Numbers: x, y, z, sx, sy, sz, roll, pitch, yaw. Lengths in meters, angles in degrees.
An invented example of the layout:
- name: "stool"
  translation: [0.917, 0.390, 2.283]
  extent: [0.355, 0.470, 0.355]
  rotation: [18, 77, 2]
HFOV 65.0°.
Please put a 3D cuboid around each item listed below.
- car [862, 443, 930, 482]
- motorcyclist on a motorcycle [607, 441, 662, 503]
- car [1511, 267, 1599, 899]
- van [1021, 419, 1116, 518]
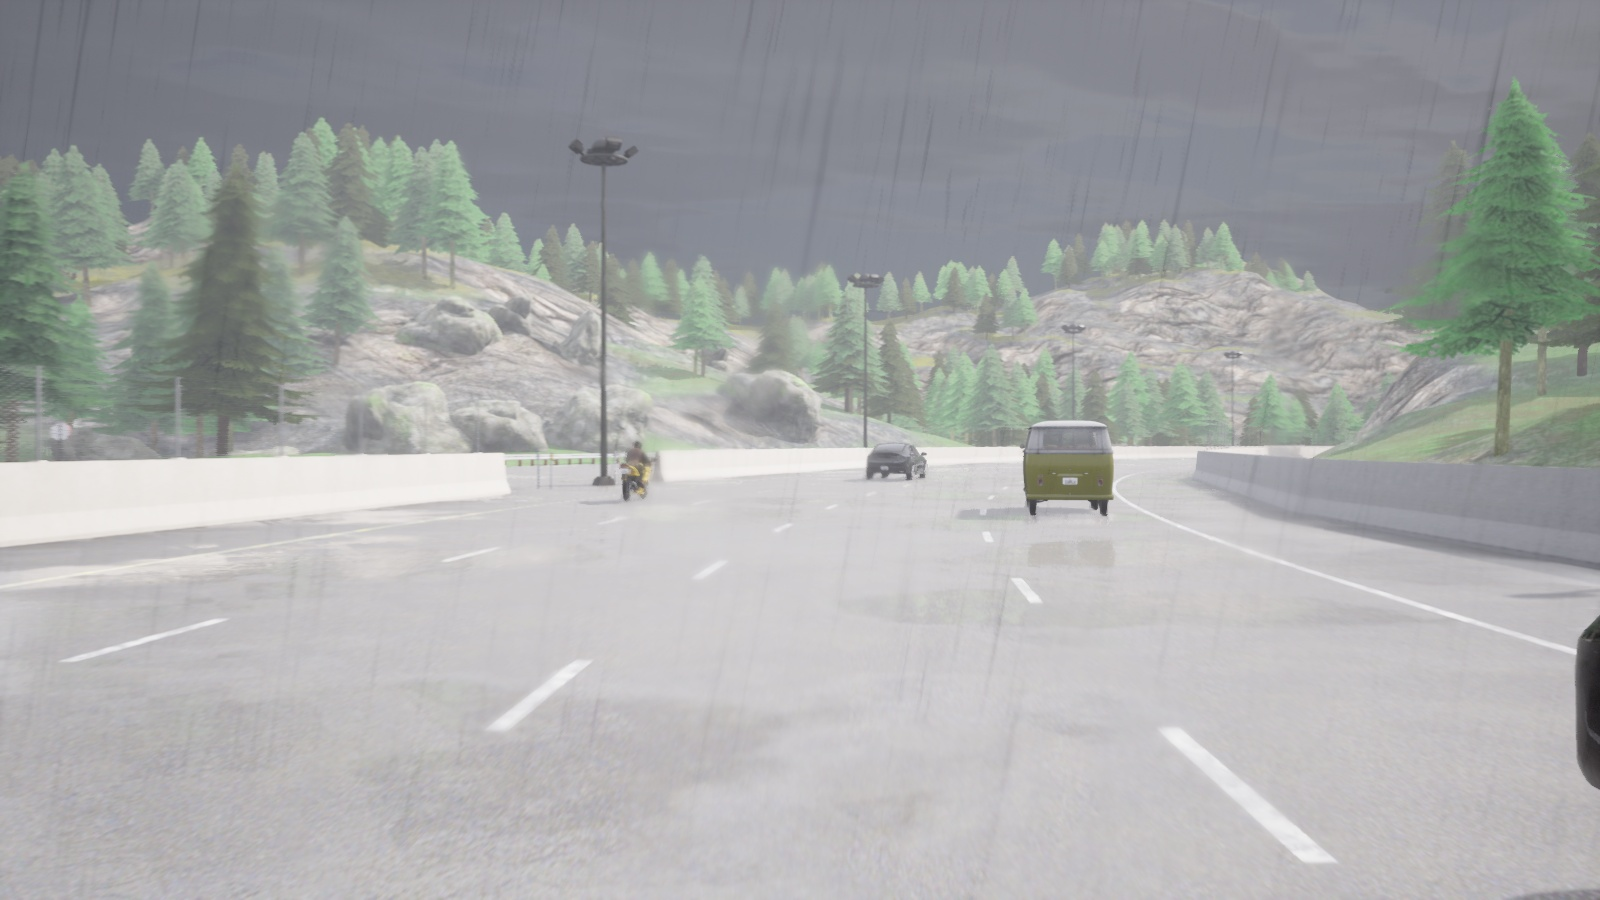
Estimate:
- name: "car"
  translation: [4.001, 0.475, 51.605]
  extent: [1.837, 1.490, 4.892]
  rotation: [0, 0, 16]
- name: "motorcyclist on a motorcycle"
  translation: [-4.170, 0.538, 31.856]
  extent: [0.797, 1.523, 2.044]
  rotation: [1, 0, 10]
- name: "car"
  translation: [3.528, 0.467, 1.613]
  extent: [2.150, 2.045, 5.566]
  rotation: [0, 0, 1]
- name: "van"
  translation: [5.788, 0.363, 27.470]
  extent: [1.775, 1.987, 4.442]
  rotation: [0, 0, 9]
